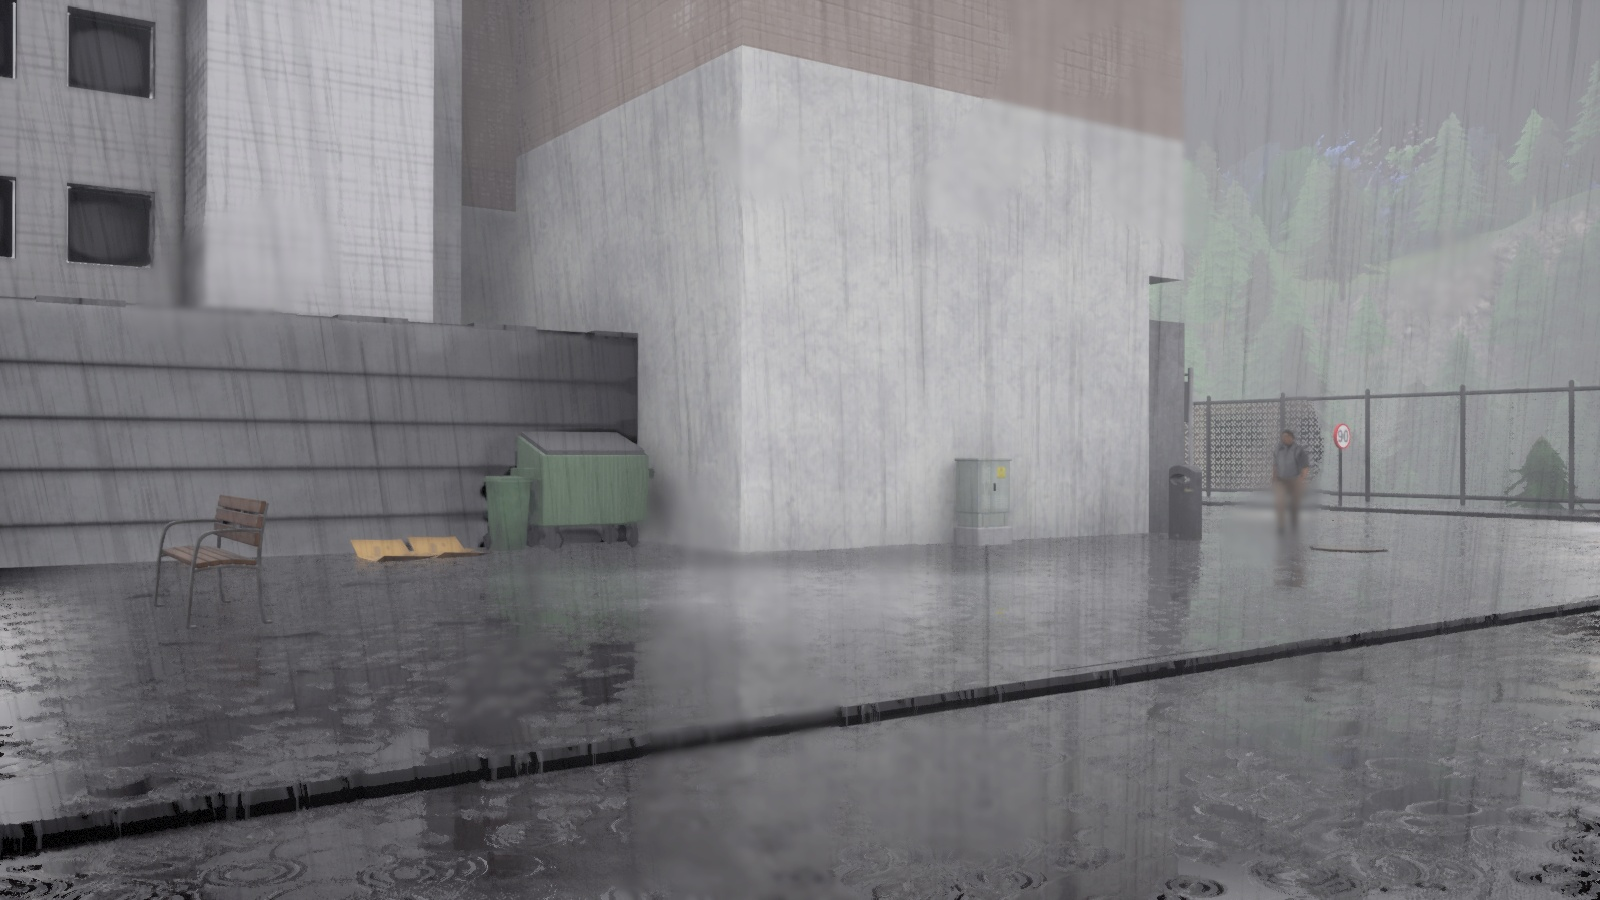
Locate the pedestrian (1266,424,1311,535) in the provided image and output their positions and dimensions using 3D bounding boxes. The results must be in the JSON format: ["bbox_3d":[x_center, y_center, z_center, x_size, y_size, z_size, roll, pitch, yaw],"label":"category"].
[{"bbox_3d":[8.267,0.489,21.256,0.540,1.848,0.694,0,0,36],"label":"pedestrian"}]
